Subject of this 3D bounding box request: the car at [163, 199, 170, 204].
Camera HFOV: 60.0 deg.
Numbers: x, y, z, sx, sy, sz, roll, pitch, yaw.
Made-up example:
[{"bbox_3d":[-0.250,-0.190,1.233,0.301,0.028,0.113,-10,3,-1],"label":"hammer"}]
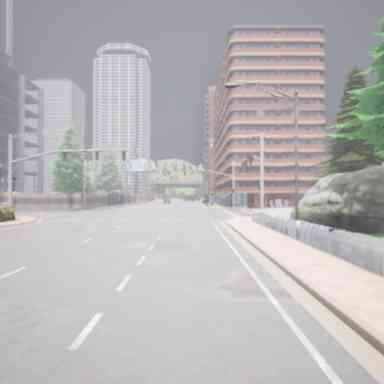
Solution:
[{"bbox_3d":[-7.026,2.574,92.877,2.033,1.411,5.357,0,-1,0],"label":"car"}]
